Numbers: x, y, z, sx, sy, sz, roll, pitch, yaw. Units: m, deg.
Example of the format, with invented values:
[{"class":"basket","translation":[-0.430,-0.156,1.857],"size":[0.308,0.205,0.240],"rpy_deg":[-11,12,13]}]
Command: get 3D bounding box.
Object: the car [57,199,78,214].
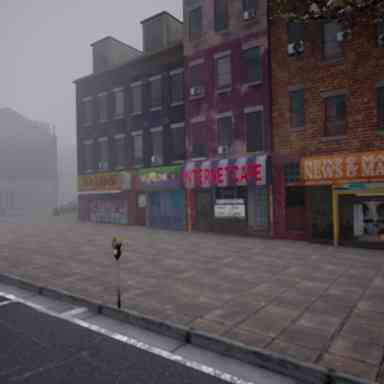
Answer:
[{"class":"car","translation":[-12.016,1.504,35.513],"size":[1.837,1.490,4.892],"rpy_deg":[-2,-1,36]}]
